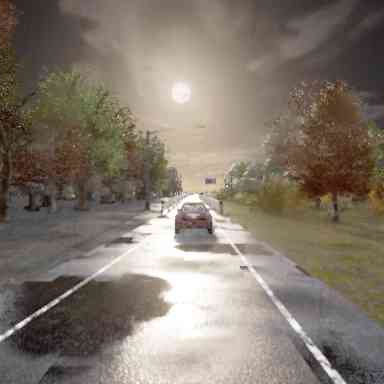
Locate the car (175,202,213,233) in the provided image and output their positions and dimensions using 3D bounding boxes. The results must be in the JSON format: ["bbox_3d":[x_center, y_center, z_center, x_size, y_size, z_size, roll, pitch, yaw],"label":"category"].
[{"bbox_3d":[0.092,1.382,20.129,2.097,1.767,4.553,0,0,0],"label":"car"}]
